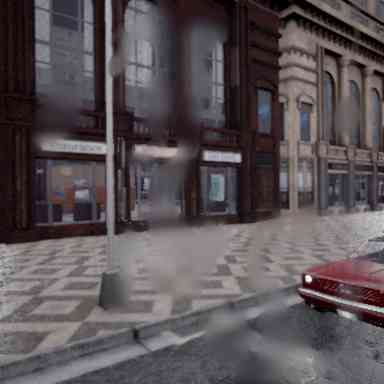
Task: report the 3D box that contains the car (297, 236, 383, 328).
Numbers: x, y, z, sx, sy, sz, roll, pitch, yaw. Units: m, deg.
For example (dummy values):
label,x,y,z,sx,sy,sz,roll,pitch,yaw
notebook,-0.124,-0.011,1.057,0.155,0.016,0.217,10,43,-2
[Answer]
label,x,y,z,sx,sy,sz,roll,pitch,yaw
car,4.167,1.568,6.439,4.718,1.301,1.895,-1,0,-36
